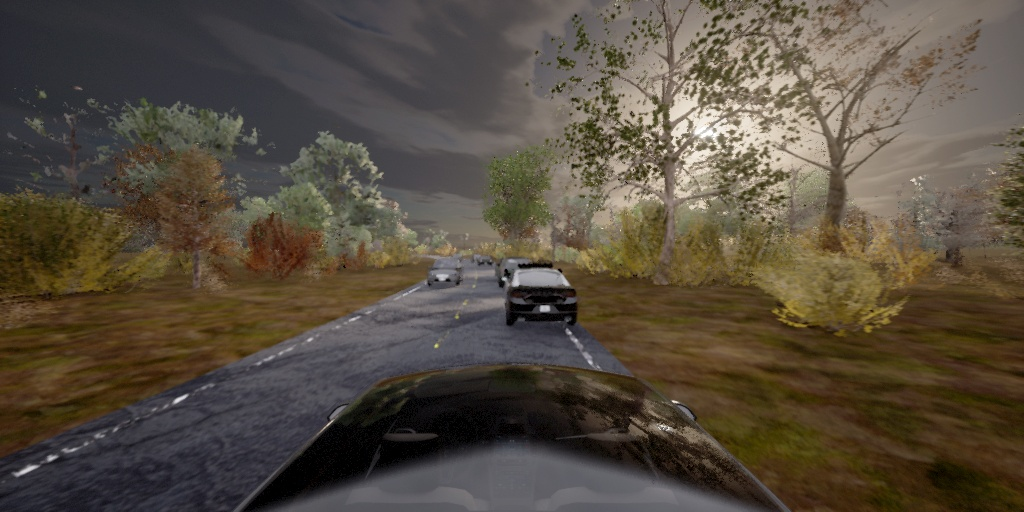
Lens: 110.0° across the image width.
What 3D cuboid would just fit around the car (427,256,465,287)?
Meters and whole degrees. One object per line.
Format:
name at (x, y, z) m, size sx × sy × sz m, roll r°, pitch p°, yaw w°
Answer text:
car at (-3.891, 0.940, 21.542) m, size 2.128 × 1.511 × 4.902 m, roll 0°, pitch 1°, yaw -4°

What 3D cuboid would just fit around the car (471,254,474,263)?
car at (-5.892, 0.395, 60.369) m, size 2.033 × 1.411 × 5.357 m, roll 0°, pitch 1°, yaw -12°

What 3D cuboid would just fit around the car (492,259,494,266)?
car at (-0.288, 0.859, 27.256) m, size 1.837 × 1.490 × 4.892 m, roll 0°, pitch 1°, yaw -5°

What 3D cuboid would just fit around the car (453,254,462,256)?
car at (-9.590, 0.329, 62.690) m, size 1.837 × 1.490 × 4.892 m, roll 0°, pitch 1°, yaw -11°

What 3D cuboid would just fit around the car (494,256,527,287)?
car at (0.190, 0.798, 21.196) m, size 2.097 × 1.767 × 4.553 m, roll 0°, pitch 1°, yaw -4°

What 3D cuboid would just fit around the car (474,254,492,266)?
car at (-3.659, 0.642, 47.697) m, size 1.895 × 1.301 × 4.718 m, roll 0°, pitch 1°, yaw -9°

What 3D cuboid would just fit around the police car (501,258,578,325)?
police car at (0.713, 1.026, 11.273) m, size 1.930 × 1.638 × 5.238 m, roll 0°, pitch 1°, yaw -2°
